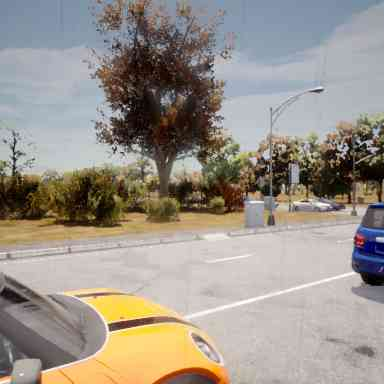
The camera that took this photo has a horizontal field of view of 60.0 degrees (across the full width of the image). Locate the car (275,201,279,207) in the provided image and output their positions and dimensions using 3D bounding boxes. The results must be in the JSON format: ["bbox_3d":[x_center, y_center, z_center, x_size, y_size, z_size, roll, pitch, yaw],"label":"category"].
[{"bbox_3d":[10.588,1.481,49.021,2.128,1.511,4.902,0,0,-33],"label":"car"}]

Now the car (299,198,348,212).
[{"bbox_3d":[15.940,1.547,40.603,2.033,1.411,5.357,0,0,-32],"label":"car"}]

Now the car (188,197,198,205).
[{"bbox_3d":[0.518,1.490,58.066,2.033,1.411,5.357,0,0,-34],"label":"car"}]

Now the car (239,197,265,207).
[{"bbox_3d":[8.065,1.469,46.468,1.882,1.535,5.008,0,0,-33],"label":"car"}]

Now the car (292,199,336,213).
[{"bbox_3d":[13.554,1.525,37.803,1.812,1.442,4.674,0,0,-32],"label":"car"}]

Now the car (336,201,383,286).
[{"bbox_3d":[6.186,1.221,8.170,5.566,2.045,2.150,0,0,-35],"label":"car"}]

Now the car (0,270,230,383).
[{"bbox_3d":[-1.857,1.352,2.421,4.553,1.767,2.097,0,0,-36],"label":"car"}]
